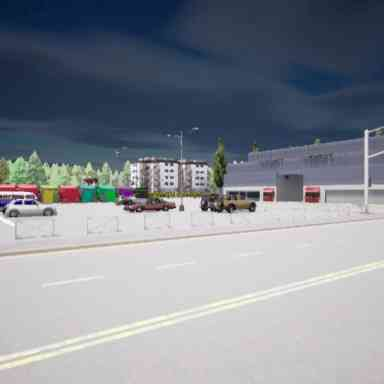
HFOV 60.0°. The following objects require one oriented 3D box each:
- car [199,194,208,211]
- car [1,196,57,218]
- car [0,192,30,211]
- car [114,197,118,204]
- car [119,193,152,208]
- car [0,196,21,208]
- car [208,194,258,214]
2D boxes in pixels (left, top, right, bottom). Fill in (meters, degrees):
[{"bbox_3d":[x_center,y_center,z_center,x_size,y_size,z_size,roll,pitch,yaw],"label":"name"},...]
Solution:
[{"bbox_3d":[2.622,1.111,35.148,3.866,1.878,1.905,0,0,-35],"label":"car"},{"bbox_3d":[-13.198,1.348,27.264,3.806,1.475,1.970,0,0,-35],"label":"car"},{"bbox_3d":[-23.035,1.104,41.003,4.605,1.855,1.932,0,0,-35],"label":"car"},{"bbox_3d":[-10.411,1.348,53.513,3.806,1.475,1.970,0,0,-35],"label":"car"},{"bbox_3d":[-8.747,1.109,51.143,3.866,1.878,1.905,0,0,-35],"label":"car"},{"bbox_3d":[-24.656,1.314,43.404,3.905,1.438,1.784,0,0,-35],"label":"car"},{"bbox_3d":[4.250,1.109,32.755,4.605,1.855,1.932,0,0,-35],"label":"car"}]
